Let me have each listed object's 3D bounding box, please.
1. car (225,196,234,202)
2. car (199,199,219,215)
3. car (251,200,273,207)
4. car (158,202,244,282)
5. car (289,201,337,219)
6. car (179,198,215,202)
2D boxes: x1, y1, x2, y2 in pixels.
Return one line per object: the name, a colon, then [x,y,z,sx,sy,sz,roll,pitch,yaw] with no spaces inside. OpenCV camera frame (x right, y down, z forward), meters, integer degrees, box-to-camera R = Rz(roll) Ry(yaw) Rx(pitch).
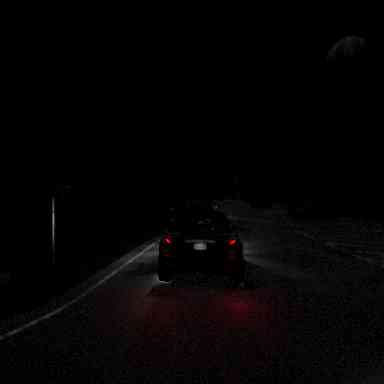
car: [9.696,2.176,86.558,2.150,2.045,5.566,-1,-1,5]
car: [2.098,1.761,39.822,2.097,1.767,4.553,-1,-1,5]
car: [13.264,2.163,63.143,4.181,1.381,1.994,-1,-1,4]
car: [0.393,1.342,9.982,2.097,1.767,4.553,0,-1,5]
car: [10.918,1.670,30.218,3.988,1.617,1.851,-1,-1,4]
car: [0.165,1.349,17.757,2.150,2.045,5.566,-1,-1,5]
